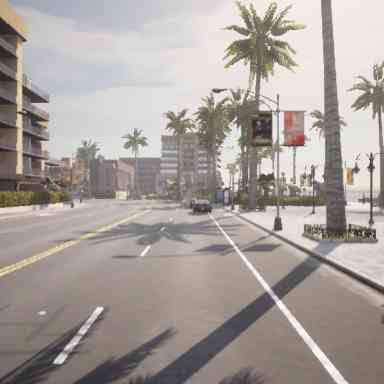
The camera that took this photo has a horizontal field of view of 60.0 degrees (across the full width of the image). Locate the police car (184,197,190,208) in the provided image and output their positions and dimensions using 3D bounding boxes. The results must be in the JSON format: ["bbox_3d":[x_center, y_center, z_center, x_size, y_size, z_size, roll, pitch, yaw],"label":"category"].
[{"bbox_3d":[0.505,1.451,46.186,1.930,1.638,5.238,0,0,-7],"label":"police car"}]

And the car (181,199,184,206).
[{"bbox_3d":[-0.554,1.496,52.707,1.801,1.575,5.366,0,0,-12],"label":"car"}]

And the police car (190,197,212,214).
[{"bbox_3d":[1.050,1.440,35.471,1.930,1.638,5.238,0,0,0],"label":"police car"}]

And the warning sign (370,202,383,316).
[{"bbox_3d":[3.800,1.099,5.361,1.300,1.860,1.060,0,0,0],"label":"warning sign"}]
